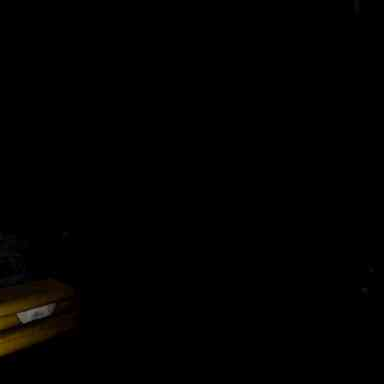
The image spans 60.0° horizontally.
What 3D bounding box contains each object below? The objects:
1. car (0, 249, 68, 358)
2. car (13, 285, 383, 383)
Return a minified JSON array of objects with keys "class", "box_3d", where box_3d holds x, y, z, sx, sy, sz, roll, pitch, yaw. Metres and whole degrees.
[{"class":"car","box_3d":[-3.860,1.520,5.613,4.829,1.417,1.752,0,-1,36]},{"class":"car","box_3d":[0.896,1.566,2.217,4.313,1.339,1.947,0,-1,36]}]
